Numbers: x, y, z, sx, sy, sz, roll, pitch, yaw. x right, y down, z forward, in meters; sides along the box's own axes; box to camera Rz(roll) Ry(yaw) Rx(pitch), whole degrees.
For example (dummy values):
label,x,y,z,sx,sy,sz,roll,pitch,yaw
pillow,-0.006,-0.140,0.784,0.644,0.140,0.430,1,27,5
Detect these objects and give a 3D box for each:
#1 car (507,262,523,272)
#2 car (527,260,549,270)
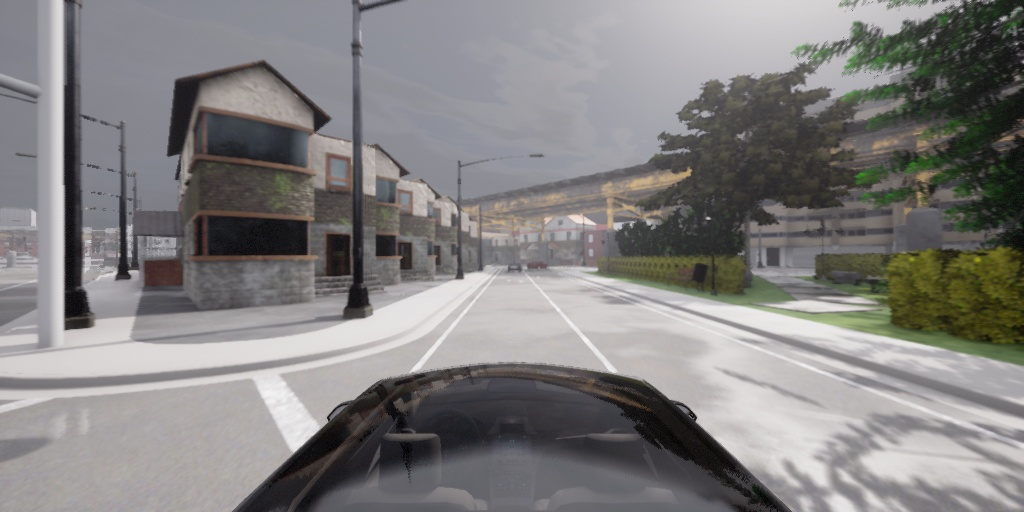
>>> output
label,x,y,z,sx,sy,sz,roll,pitch,yaw
car,0.443,1.574,52.801,1.994,1.385,4.181,0,0,5
car,4.211,1.483,58.008,1.882,1.535,5.008,-1,0,32
